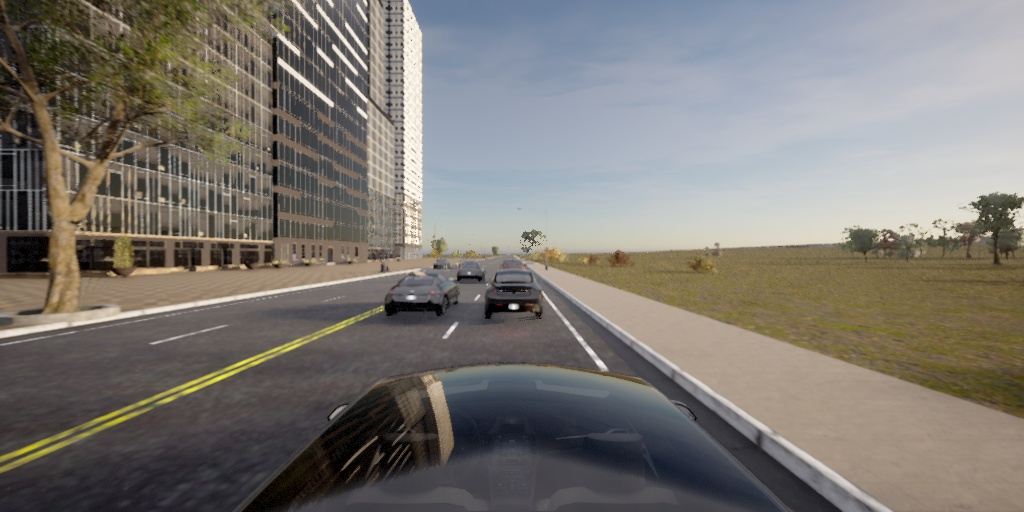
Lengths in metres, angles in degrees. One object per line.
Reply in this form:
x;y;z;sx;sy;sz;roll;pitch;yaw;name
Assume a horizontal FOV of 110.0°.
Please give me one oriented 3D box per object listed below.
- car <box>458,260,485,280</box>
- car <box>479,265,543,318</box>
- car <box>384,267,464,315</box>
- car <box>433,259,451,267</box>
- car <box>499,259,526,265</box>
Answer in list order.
-3.183;1.242;28.738;1.994;1.385;4.181;0;0;0;car
0.064;1.224;12.792;1.837;1.490;4.892;0;0;0;car
-3.182;1.283;13.358;1.994;1.385;4.181;0;0;0;car
-9.837;1.124;50.514;1.837;1.490;4.892;0;1;0;car
0.061;1.032;27.858;2.097;1.767;4.553;0;0;0;car
